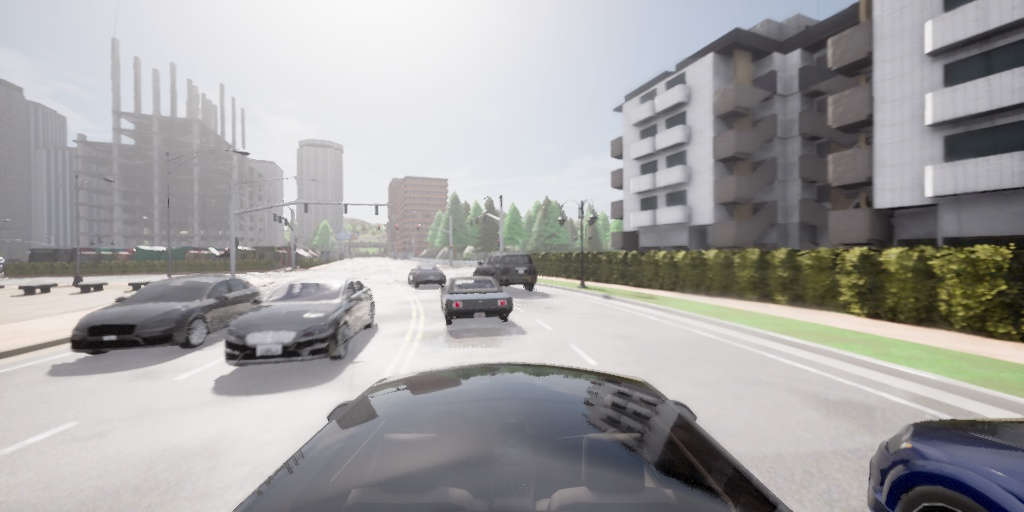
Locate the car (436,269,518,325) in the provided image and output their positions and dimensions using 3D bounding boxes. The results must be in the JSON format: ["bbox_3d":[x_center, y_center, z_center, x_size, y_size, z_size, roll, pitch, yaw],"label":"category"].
[{"bbox_3d":[-1.360,1.299,11.770,1.895,1.301,4.718,-1,0,-13],"label":"car"}]

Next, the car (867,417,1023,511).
[{"bbox_3d":[3.386,1.288,0.661,1.994,1.385,4.181,0,0,1],"label":"car"}]

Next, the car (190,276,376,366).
[{"bbox_3d":[-4.390,1.242,8.187,2.128,1.511,4.902,-1,0,-11],"label":"car"}]

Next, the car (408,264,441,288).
[{"bbox_3d":[-5.564,1.228,23.318,1.994,1.385,4.181,-1,0,-22],"label":"car"}]

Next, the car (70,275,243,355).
[{"bbox_3d":[-8.105,1.286,9.075,1.837,1.490,4.892,0,0,-14],"label":"car"}]

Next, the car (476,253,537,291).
[{"bbox_3d":[-0.498,0.857,20.139,2.150,2.045,5.566,-1,0,-21],"label":"car"}]
